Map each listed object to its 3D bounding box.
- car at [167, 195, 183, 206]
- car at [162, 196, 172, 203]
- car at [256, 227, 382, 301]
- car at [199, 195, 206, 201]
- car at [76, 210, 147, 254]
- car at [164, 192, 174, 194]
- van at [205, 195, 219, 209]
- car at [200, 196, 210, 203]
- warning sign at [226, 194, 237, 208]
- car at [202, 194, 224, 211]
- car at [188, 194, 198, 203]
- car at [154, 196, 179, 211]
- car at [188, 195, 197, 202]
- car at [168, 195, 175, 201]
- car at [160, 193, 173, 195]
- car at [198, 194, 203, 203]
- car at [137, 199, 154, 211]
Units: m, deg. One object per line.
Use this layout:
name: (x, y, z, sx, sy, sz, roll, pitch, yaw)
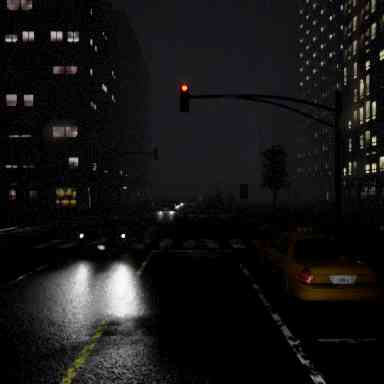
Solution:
car: (-2.986, 1.599, 55.778, 1.994, 1.385, 4.181, 0, 0, 0)
car: (-5.562, 1.648, 73.661, 1.802, 1.307, 4.206, 0, 0, 0)
car: (2.701, 1.526, 8.243, 1.752, 1.417, 4.829, 0, 0, 0)
car: (2.849, 1.625, 90.395, 1.752, 1.417, 4.829, 0, 0, 0)
car: (-3.082, 1.616, 13.571, 1.895, 1.301, 4.718, 0, -1, 0)
car: (-5.553, 1.517, 79.187, 1.967, 1.590, 4.097, 0, 0, 0)
van: (2.768, 1.364, 46.012, 1.690, 1.788, 3.998, 0, 0, 0)
car: (2.818, 1.611, 73.645, 1.887, 1.381, 4.507, 0, 0, 0)
warning sign: (5.151, 1.135, 43.738, 1.300, 1.860, 1.060, 0, 0, 0)
car: (2.758, 1.332, 40.486, 2.192, 1.841, 5.009, 0, 0, 0)
car: (0.226, 1.561, 68.465, 1.837, 1.490, 4.892, 0, 0, 0)
car: (-3.028, 1.564, 40.454, 2.033, 1.411, 5.357, 0, 0, 0)
car: (0.143, 1.603, 79.736, 2.128, 1.511, 4.902, 0, 0, 0)
car: (-5.532, 1.624, 90.070, 1.752, 1.417, 4.829, 0, 0, 0)
car: (-5.572, 1.497, 68.134, 1.967, 1.590, 4.097, 0, 0, 0)
car: (2.797, 1.362, 62.591, 2.192, 1.841, 5.009, 0, 0, 0)
car: (-5.621, 1.568, 40.501, 2.008, 1.369, 4.403, 0, 0, 0)
